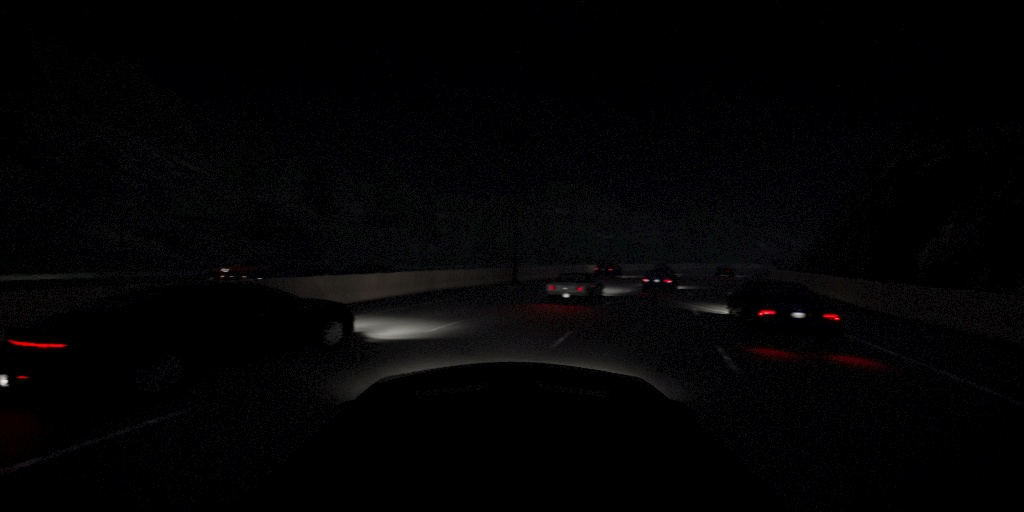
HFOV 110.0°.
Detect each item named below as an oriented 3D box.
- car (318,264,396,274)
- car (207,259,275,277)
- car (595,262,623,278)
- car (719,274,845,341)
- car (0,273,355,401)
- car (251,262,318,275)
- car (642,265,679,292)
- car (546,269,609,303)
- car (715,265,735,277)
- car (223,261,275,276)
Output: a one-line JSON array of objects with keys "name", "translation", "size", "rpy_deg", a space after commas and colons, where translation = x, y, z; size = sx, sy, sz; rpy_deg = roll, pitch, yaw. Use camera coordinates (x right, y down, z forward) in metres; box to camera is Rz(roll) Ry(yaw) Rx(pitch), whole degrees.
[{"name": "car", "translation": [-9.705, 1.270, 23.488], "size": [1.837, 1.490, 4.892], "rpy_deg": [0, -1, 25]}, {"name": "car", "translation": [-19.738, 1.010, 26.721], "size": [2.097, 1.767, 4.553], "rpy_deg": [1, 0, 24]}, {"name": "car", "translation": [10.673, 1.470, 39.470], "size": [2.097, 1.767, 4.553], "rpy_deg": [1, 0, 31]}, {"name": "car", "translation": [7.696, 1.450, 10.628], "size": [2.033, 1.411, 5.357], "rpy_deg": [1, 0, 24]}, {"name": "car", "translation": [-5.131, 1.222, 6.492], "size": [1.837, 1.490, 4.892], "rpy_deg": [0, 0, 21]}, {"name": "car", "translation": [-13.523, 1.264, 23.578], "size": [2.033, 1.411, 5.357], "rpy_deg": [1, 0, 24]}, {"name": "car", "translation": [9.855, 1.558, 23.679], "size": [2.033, 1.411, 5.357], "rpy_deg": [0, 0, 28]}, {"name": "car", "translation": [3.348, 1.494, 18.039], "size": [1.895, 1.301, 4.718], "rpy_deg": [1, 0, 25]}, {"name": "car", "translation": [27.106, 1.889, 45.629], "size": [1.812, 1.442, 4.674], "rpy_deg": [0, -1, 36]}, {"name": "car", "translation": [-16.573, 1.237, 25.325], "size": [2.033, 1.411, 5.357], "rpy_deg": [1, 0, 24]}]
